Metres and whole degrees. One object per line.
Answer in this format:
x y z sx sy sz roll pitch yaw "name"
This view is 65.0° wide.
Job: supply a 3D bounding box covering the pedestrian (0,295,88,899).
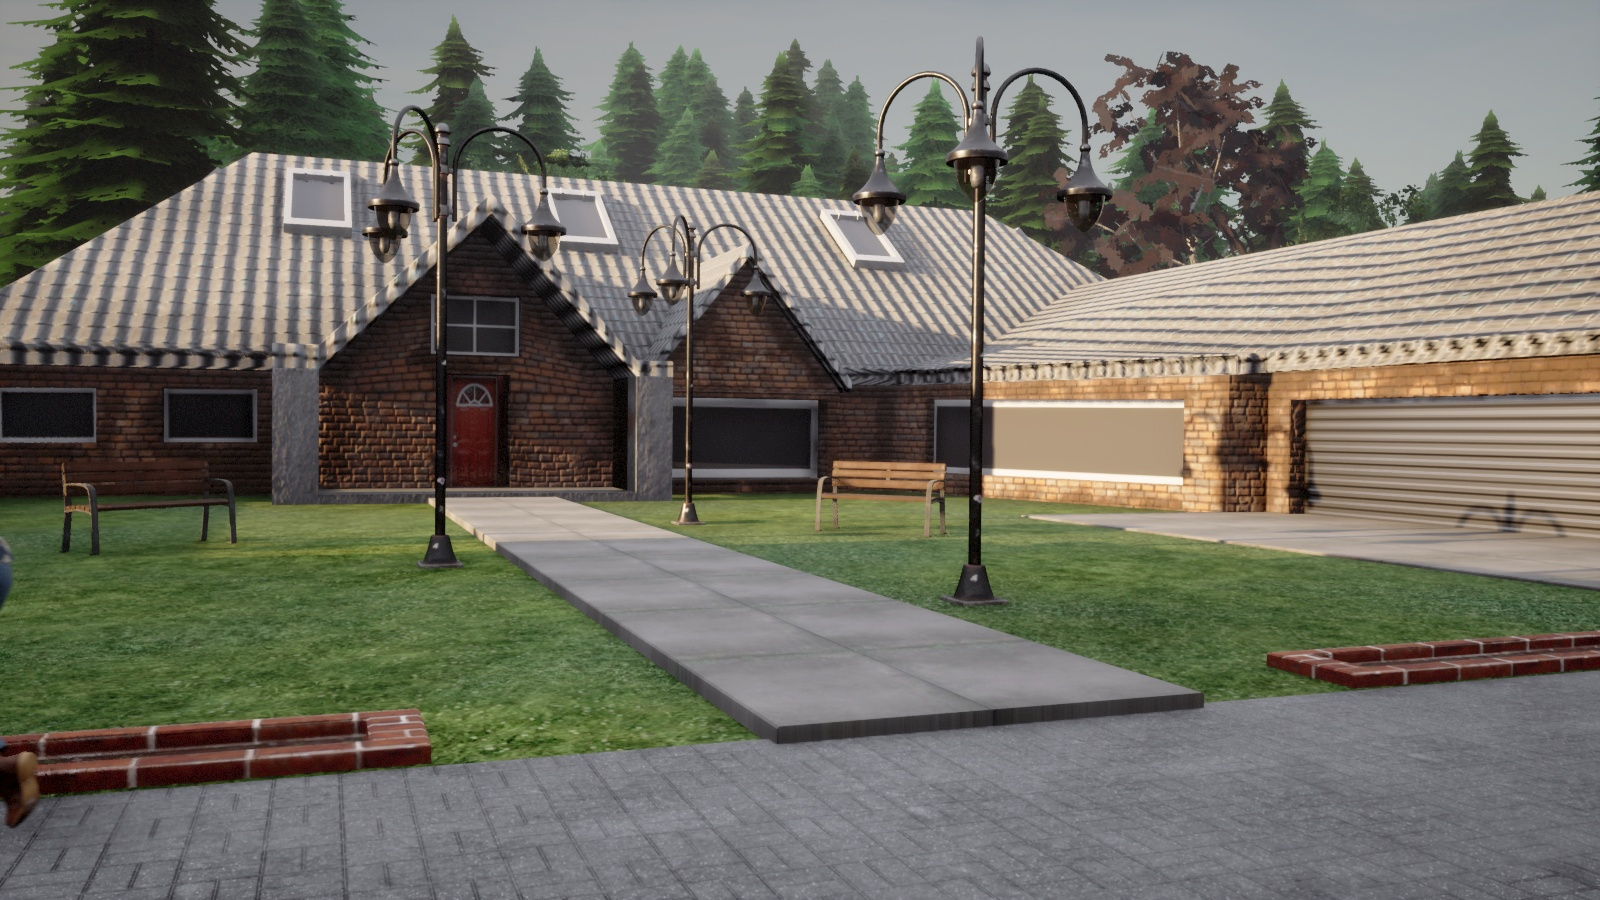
-2.983 0.449 4.111 0.900 1.855 0.874 -1 1 -14 "pedestrian"
